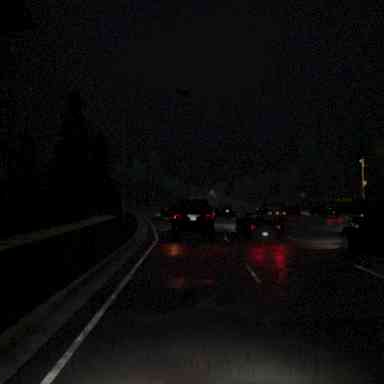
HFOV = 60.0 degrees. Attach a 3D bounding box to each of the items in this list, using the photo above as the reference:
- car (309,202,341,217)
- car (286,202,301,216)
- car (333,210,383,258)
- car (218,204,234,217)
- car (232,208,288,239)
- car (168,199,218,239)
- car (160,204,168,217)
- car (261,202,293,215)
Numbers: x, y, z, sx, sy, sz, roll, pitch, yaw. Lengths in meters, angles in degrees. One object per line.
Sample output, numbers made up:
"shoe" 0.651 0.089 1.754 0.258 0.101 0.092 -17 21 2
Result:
"car" 14.096 1.853 35.491 2.128 1.511 4.902 0 -1 0
"car" 10.596 1.855 37.068 1.882 1.535 5.008 0 -1 0
"car" 7.098 1.599 11.771 1.882 1.535 5.008 0 -1 0
"car" 3.597 1.931 36.095 1.994 1.385 4.181 0 -1 0
"car" 3.599 1.790 18.543 1.895 1.301 4.718 0 -1 0
"car" -0.042 1.412 18.678 2.150 2.045 5.566 0 -1 -2
"car" -2.290 1.929 35.900 1.994 1.385 4.181 0 -1 -12
"car" 7.097 1.855 30.193 2.033 1.411 5.357 0 -1 0
